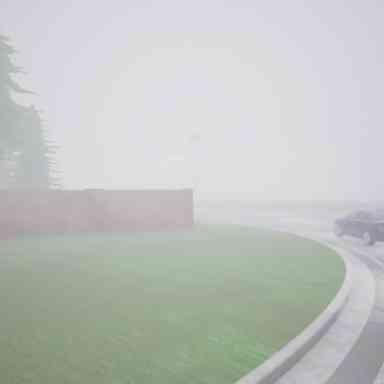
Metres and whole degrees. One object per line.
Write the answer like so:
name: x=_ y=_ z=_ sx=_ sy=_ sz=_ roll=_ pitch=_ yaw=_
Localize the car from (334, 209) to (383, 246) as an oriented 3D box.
car: x=8.409 y=1.531 z=15.611 sx=1.882 sy=1.535 sz=5.008 roll=0 pitch=0 yaw=1
